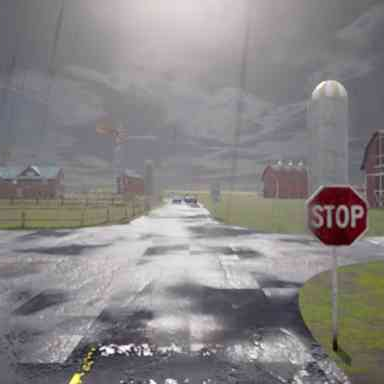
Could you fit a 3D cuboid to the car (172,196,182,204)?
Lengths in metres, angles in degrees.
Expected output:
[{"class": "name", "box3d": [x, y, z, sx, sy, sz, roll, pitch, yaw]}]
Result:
[{"class": "car", "box3d": [-2.967, 1.459, 65.385, 1.882, 1.535, 5.008, 0, 0, -2]}]

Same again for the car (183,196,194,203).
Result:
[{"class": "car", "box3d": [-0.691, 1.508, 71.397, 1.994, 1.385, 4.181, 0, 0, -6]}]

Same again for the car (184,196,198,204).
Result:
[{"class": "car", "box3d": [-0.030, 1.493, 61.266, 1.837, 1.490, 4.892, 0, 0, -2]}]
